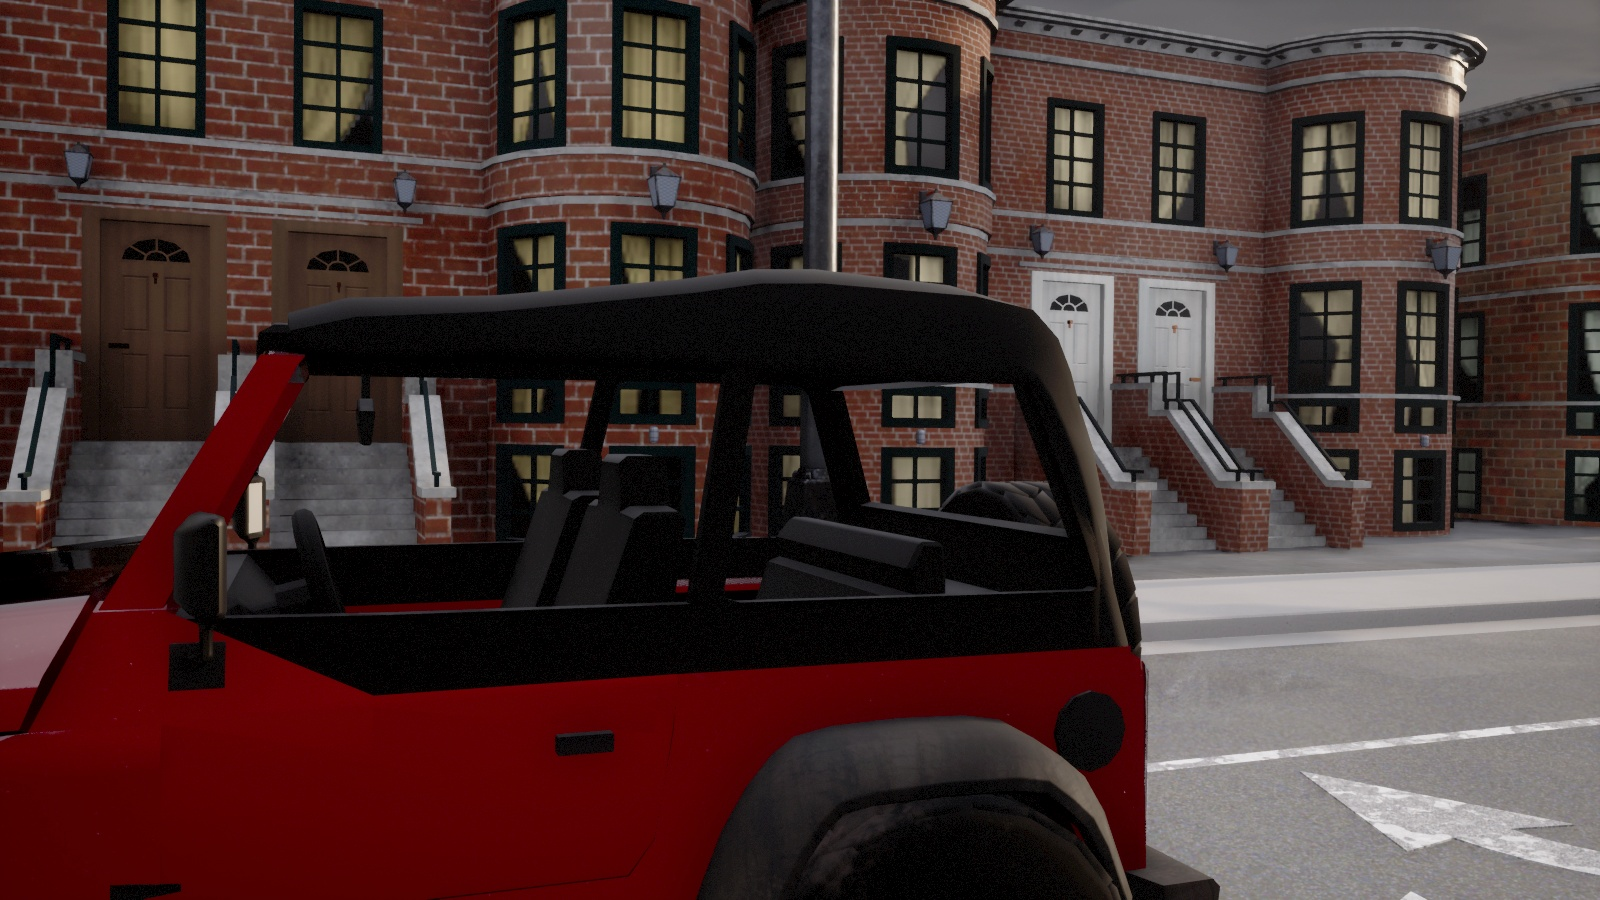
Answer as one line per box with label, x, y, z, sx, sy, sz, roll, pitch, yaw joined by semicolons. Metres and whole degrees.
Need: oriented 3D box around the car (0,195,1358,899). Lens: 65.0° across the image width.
car;-0.955;0.557;2.881;3.866;1.878;1.905;-1;1;-21
